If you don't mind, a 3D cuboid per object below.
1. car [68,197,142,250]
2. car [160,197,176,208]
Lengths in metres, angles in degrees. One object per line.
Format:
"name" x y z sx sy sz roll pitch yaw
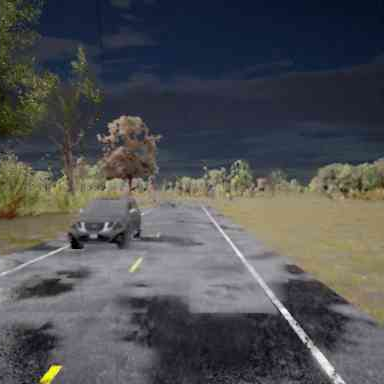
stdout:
"car" -3.600 1.272 14.917 2.150 2.045 5.566 0 0 0
"car" -3.547 1.502 49.889 2.097 1.767 4.553 0 0 1
